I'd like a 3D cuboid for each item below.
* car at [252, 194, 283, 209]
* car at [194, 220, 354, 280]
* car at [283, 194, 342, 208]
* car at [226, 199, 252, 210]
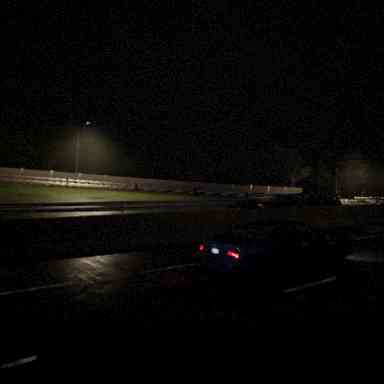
[{"bbox_3d":[8.734,1.249,31.735,5.566,2.045,2.150,0,0,-36],"label":"car"},{"bbox_3d":[2.630,1.552,9.928,5.357,1.411,2.033,0,0,-36],"label":"car"},{"bbox_3d":[10.771,1.250,28.889,5.566,2.045,2.150,0,0,-36],"label":"car"},{"bbox_3d":[5.610,1.530,33.803,4.892,1.490,1.837,0,0,-36],"label":"car"}]
